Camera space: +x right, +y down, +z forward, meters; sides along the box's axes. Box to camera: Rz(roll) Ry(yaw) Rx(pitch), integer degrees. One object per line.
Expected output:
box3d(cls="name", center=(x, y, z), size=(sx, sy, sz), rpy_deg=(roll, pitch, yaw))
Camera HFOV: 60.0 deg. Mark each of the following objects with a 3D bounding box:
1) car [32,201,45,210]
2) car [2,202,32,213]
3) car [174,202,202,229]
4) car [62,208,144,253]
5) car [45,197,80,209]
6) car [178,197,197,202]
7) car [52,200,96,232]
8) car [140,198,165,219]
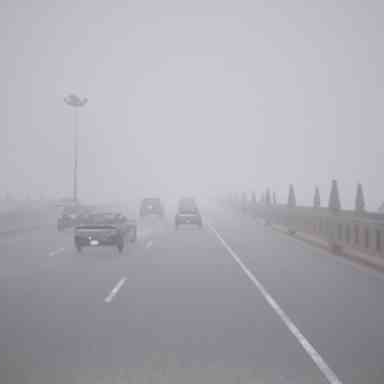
box3d(cls="car", center=(-18.216, 1.758, 42.969), size=(2.097, 1.767, 4.553), rpy_deg=(0, -1, -1))
box3d(cls="car", center=(-21.705, 1.964, 41.506), size=(2.128, 1.511, 4.902), rpy_deg=(0, -1, -1))
box3d(cls="car", center=(-0.269, 1.755, 24.113), size=(2.128, 1.511, 4.902), rpy_deg=(0, -1, -1))
box3d(cls="car", center=(-3.601, 1.655, 14.536), size=(2.128, 1.511, 4.902), rpy_deg=(0, -1, -1))
box3d(cls="car", center=(-14.685, 1.661, 39.006), size=(2.150, 2.045, 5.566), rpy_deg=(0, -1, -1))
box3d(cls="car", center=(-0.587, 1.672, 41.162), size=(2.150, 2.045, 5.566), rpy_deg=(0, -1, -1))
box3d(cls="car", center=(-7.238, 1.602, 22.270), size=(2.097, 1.767, 4.553), rpy_deg=(0, -1, -1))
box3d(cls="car", center=(-3.943, 1.593, 33.601), size=(2.150, 2.045, 5.566), rpy_deg=(0, -1, -1))
